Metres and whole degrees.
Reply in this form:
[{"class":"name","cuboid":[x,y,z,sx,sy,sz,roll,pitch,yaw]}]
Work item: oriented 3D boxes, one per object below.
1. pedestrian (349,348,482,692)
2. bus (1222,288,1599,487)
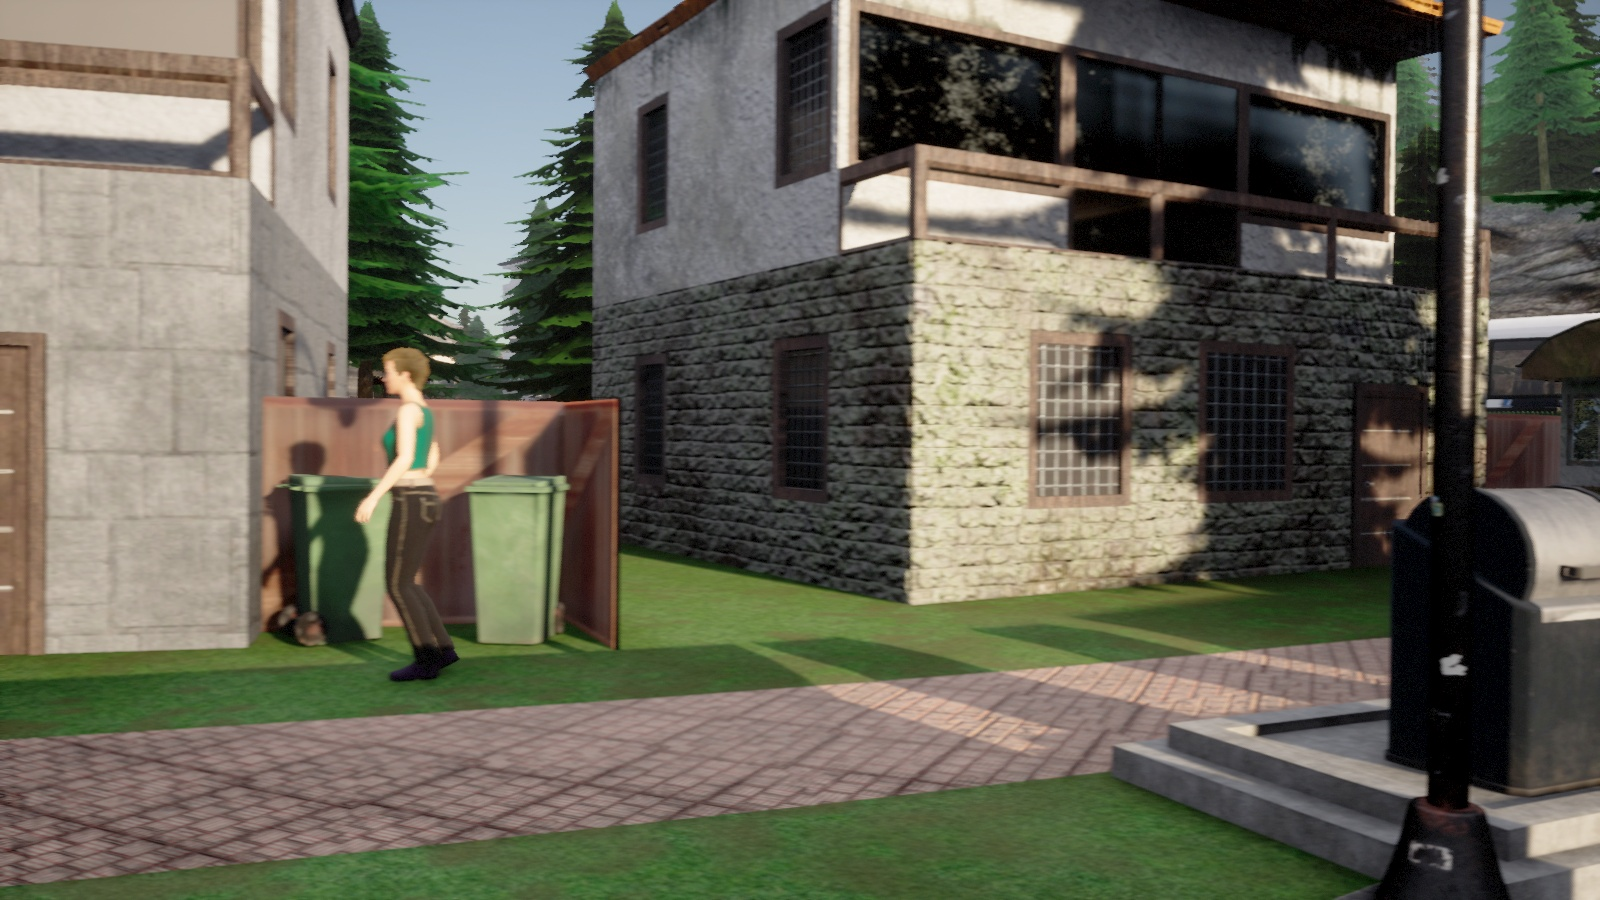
[{"class":"pedestrian","cuboid":[-2.099,0.373,6.893,0.594,1.836,0.345,-1,1,0]},{"class":"bus","cuboid":[16.256,-1.404,31.664,3.944,4.253,10.273,-1,1,-35]}]
